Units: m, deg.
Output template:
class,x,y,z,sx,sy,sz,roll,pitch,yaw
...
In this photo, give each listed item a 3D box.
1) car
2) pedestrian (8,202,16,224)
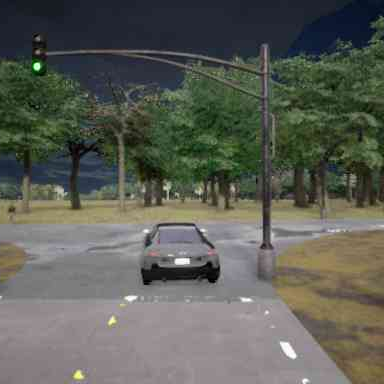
class,x,y,z,sx,sy,sz,roll,pitch,yaw
car,-0.480,1.579,9.721,1.994,1.385,4.181,0,0,-7
pedestrian,-15.108,1.746,27.825,0.375,1.860,0.375,0,-1,0
